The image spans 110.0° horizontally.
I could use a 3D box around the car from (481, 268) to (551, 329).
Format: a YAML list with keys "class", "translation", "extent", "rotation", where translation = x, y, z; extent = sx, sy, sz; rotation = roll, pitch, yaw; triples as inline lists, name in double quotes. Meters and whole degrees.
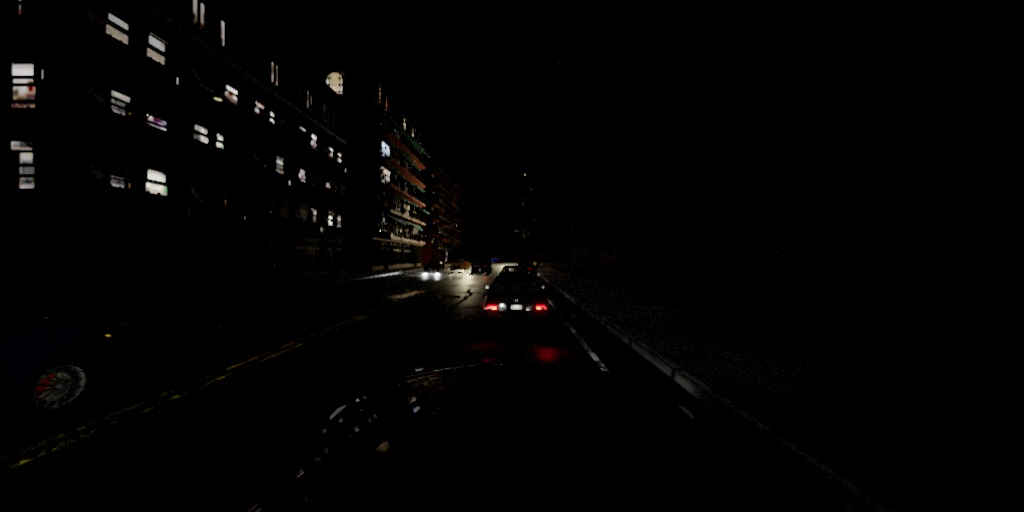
- class: "car"
  translation: [0.103, 1.281, 11.158]
  extent: [2.033, 1.411, 5.357]
  rotation: [0, 0, 0]

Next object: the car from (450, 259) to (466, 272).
- class: "car"
  translation: [-6.602, 1.145, 45.574]
  extent: [1.882, 1.535, 5.008]
  rotation: [0, 0, 0]

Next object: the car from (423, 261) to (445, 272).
- class: "car"
  translation: [-9.852, 1.269, 45.469]
  extent: [1.895, 1.301, 4.718]
  rotation: [0, 0, 0]

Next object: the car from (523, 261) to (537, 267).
- class: "car"
  translation: [1.136, 1.201, 31.288]
  extent: [1.837, 1.490, 4.892]
  rotation: [0, 0, 0]

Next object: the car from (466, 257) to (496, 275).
- class: "car"
  translation: [-3.151, 1.175, 37.466]
  extent: [2.128, 1.511, 4.902]
  rotation: [0, 0, 0]

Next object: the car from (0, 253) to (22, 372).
- class: "car"
  translation: [-9.849, 0.968, 3.631]
  extent: [2.150, 2.045, 5.566]
  rotation: [0, 0, 0]

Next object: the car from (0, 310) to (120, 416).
- class: "car"
  translation: [-6.598, 1.273, 3.250]
  extent: [1.812, 1.442, 4.674]
  rotation: [0, 0, 0]

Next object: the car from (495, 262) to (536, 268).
- class: "car"
  translation: [0.099, 1.262, 21.520]
  extent: [2.033, 1.411, 5.357]
  rotation: [0, 0, 0]
